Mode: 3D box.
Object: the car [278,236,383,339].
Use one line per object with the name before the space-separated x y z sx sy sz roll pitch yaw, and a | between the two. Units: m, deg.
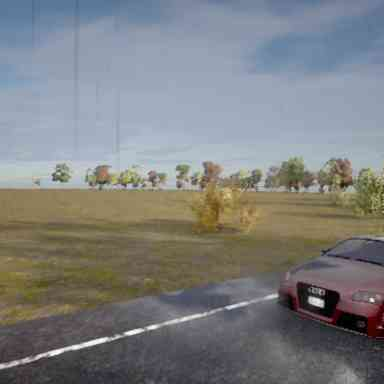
car | 3.641 1.598 6.502 4.181 1.385 1.994 0 0 -35
